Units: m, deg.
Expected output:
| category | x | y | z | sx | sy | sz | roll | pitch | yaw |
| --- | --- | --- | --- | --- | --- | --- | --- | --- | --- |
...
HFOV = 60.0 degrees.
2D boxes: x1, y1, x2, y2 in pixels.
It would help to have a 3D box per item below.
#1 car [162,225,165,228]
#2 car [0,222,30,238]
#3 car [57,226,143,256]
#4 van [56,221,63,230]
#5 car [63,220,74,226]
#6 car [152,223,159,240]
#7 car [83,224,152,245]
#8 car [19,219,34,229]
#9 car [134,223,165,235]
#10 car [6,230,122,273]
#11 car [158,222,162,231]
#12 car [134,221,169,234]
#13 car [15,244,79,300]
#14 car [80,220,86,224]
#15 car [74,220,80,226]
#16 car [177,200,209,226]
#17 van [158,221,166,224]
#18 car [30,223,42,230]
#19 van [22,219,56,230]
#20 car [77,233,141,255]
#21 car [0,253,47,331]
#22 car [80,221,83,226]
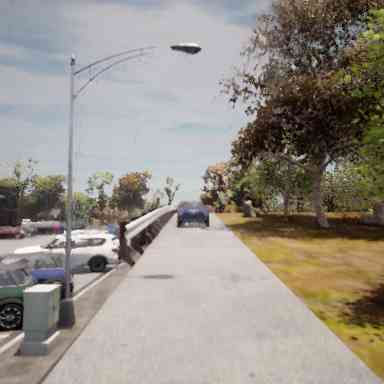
| category | x | y | z | sx | sy | sz | roll | pitch | yaw |
| --- | --- | --- | --- | --- | --- | --- | --- | --- | --- |
| car | -6.968 | 5.718 | 48.573 | 4.892 | 1.521 | 2.231 | 2 | -4 | -20 |
| car | -23.926 | 5.210 | 43.016 | 4.553 | 1.767 | 2.185 | 1 | -4 | -20 |
| car | -6.828 | 3.794 | 24.482 | 5.566 | 2.045 | 2.435 | 2 | -4 | -20 |
| van | -24.063 | 5.926 | 54.796 | 4.442 | 1.987 | 1.878 | 1 | -4 | -20 |
| car | -23.946 | 6.107 | 57.809 | 5.566 | 2.045 | 2.435 | 1 | -4 | -20 |
| car | -6.888 | 4.631 | 36.544 | 5.566 | 2.045 | 2.435 | 2 | -5 | -20 |
| car | -6.919 | 4.211 | 30.495 | 5.566 | 2.045 | 2.435 | 2 | -4 | -20 |
| car | -39.753 | 7.639 | 79.892 | 2.435 | 2.045 | 5.566 | 1 | -3 | -19 |
| car | -6.970 | 6.010 | 54.618 | 4.553 | 1.767 | 2.185 | 2 | -4 | -20 |
| car | -6.854 | 3.373 | 18.430 | 5.566 | 2.045 | 2.435 | 2 | -4 | -20 |
| car | -6.998 | 5.383 | 45.568 | 4.553 | 1.767 | 2.185 | 2 | -4 | -20 |
| car | -7.036 | 6.090 | 57.617 | 5.566 | 2.045 | 2.435 | 2 | -4 | -20 |
| car | -6.777 | 3.083 | 12.417 | 4.553 | 1.767 | 2.185 | 2 | -4 | -20 |
| car | -24.032 | 6.717 | 66.631 | 5.566 | 2.045 | 2.435 | 1 | -4 | -20 |
| car | -23.959 | 6.311 | 60.761 | 5.566 | 2.045 | 2.435 | 1 | -4 | -20 |
| car | 0.081 | 1.333 | 23.489 | 2.097 | 1.767 | 4.553 | 0 | 0 | 0 |
| van | -6.879 | 5.705 | 51.649 | 4.442 | 1.987 | 1.878 | 2 | -4 | -20 |
| car | -23.909 | 5.542 | 45.975 | 4.892 | 1.521 | 2.231 | 1 | -4 | -20 |
| van | -24.050 | 5.722 | 51.844 | 4.442 | 1.987 | 1.878 | 1 | -4 | -20 |
| car | -6.889 | 4.255 | 27.478 | 4.892 | 1.521 | 2.231 | 2 | -5 | -20 |
| car | -6.756 | 2.873 | 9.397 | 4.553 | 1.767 | 2.185 | 2 | -4 | -20 |
| car | -23.977 | 6.796 | 63.701 | 4.792 | 1.488 | 2.163 | 1 | -4 | -20 |
